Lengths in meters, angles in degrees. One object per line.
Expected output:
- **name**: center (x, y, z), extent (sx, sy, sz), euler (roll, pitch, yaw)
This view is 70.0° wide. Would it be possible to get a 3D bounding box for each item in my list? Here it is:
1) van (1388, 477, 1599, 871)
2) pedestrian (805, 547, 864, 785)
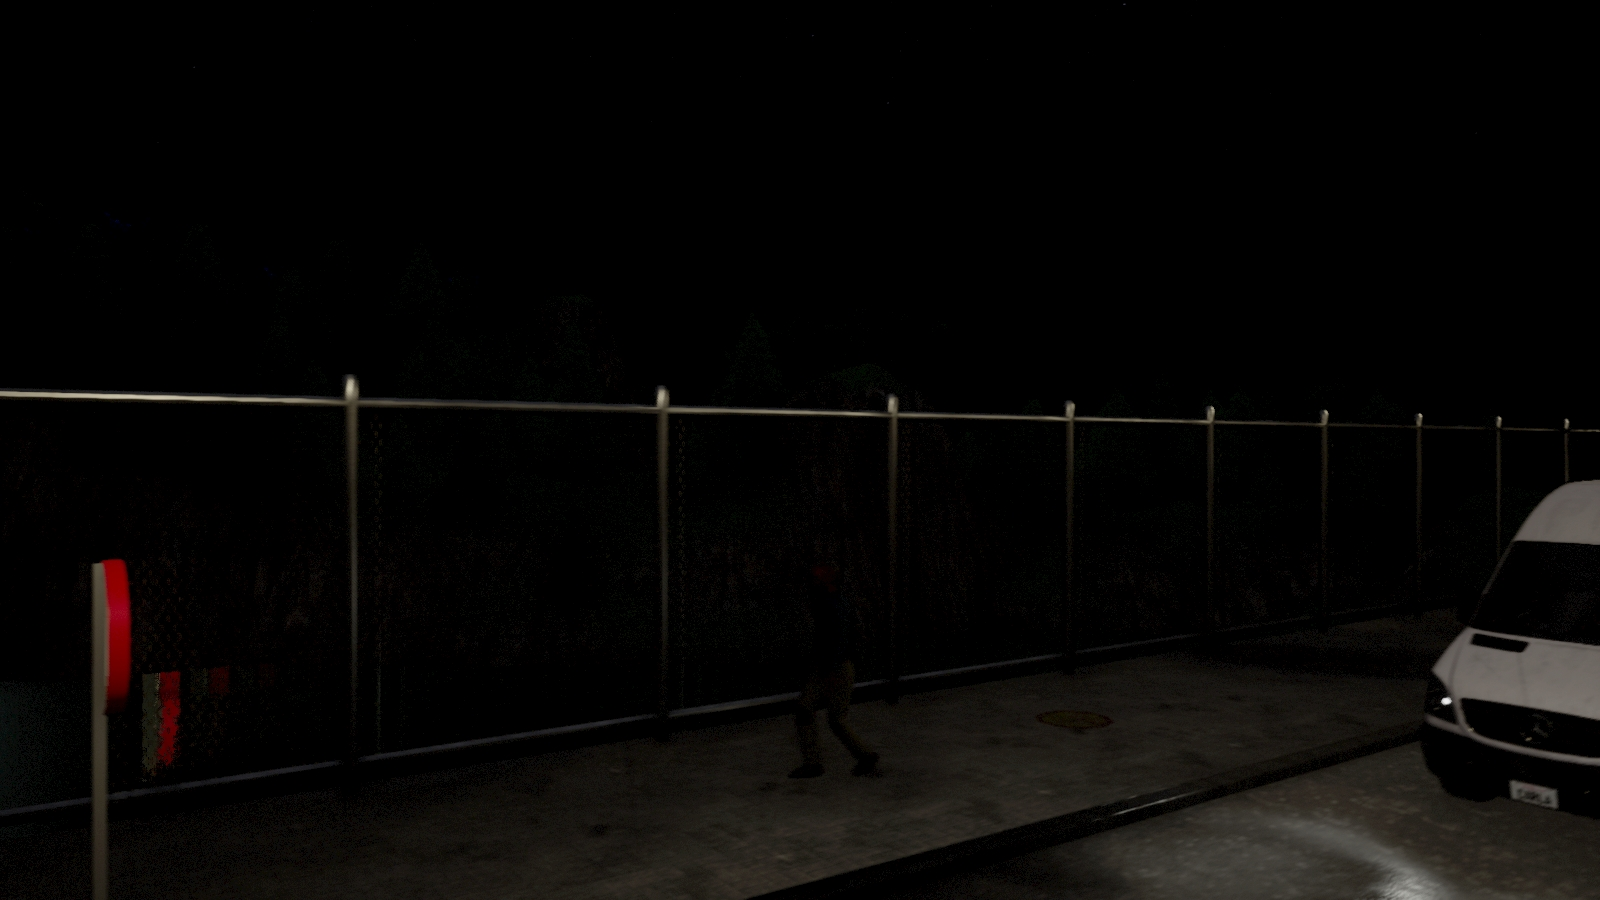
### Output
- **van**: center (7.514, 1.536, 9.656), extent (5.915, 2.561, 1.988), euler (0, 0, -35)
- **pedestrian**: center (0.280, 1.745, 9.357), extent (0.375, 1.860, 0.375), euler (0, 0, -17)
